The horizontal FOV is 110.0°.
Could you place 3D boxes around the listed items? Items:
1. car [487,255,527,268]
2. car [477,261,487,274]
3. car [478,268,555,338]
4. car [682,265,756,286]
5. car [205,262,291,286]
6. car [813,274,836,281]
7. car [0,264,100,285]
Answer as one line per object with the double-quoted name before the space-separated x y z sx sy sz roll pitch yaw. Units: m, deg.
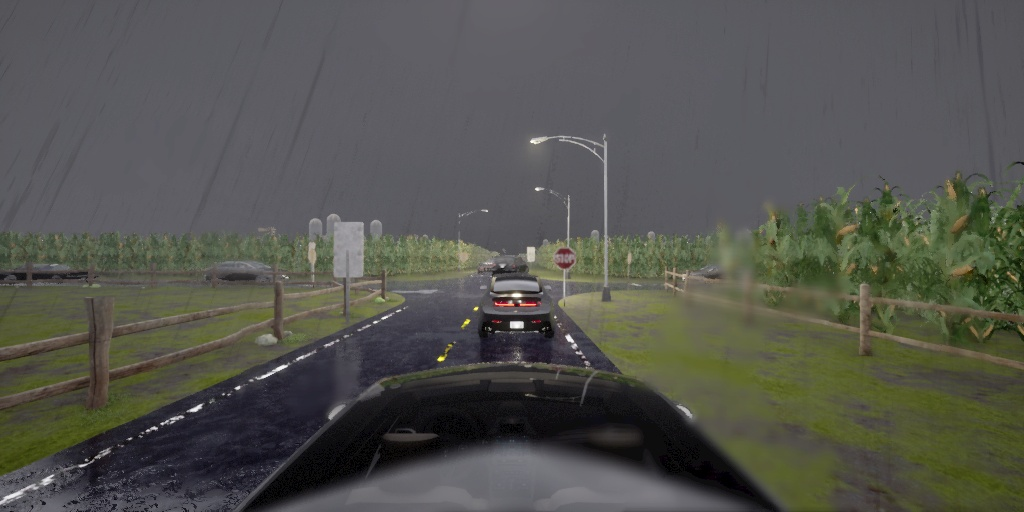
"car" -0.130 0.966 32.114 2.150 2.045 5.566 1 0 15
"car" -2.802 1.304 40.892 1.994 1.385 4.181 0 0 0
"car" 0.108 1.256 10.248 1.837 1.490 4.892 0 0 0
"car" 14.874 1.361 25.897 4.902 1.511 2.128 0 -1 1
"car" -17.056 1.133 23.308 4.902 1.511 2.128 0 -1 1
"car" 24.684 1.484 25.792 5.357 1.411 2.033 0 -1 1
"car" -30.168 1.173 23.455 4.718 1.301 1.895 0 -1 1
